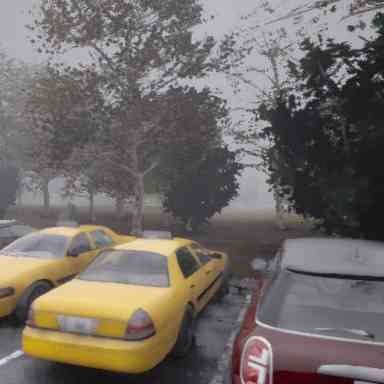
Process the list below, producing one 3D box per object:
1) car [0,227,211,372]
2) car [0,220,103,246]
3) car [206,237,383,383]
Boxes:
[{"bbox_3d":[-0.534,1.480,6.137,1.946,1.575,5.366,0,-1,16],"label":"car"},{"bbox_3d":[-3.018,1.473,7.537,1.946,1.575,5.366,1,-1,17],"label":"car"},{"bbox_3d":[1.798,1.358,4.185,2.185,1.767,4.553,0,-1,16],"label":"car"}]
